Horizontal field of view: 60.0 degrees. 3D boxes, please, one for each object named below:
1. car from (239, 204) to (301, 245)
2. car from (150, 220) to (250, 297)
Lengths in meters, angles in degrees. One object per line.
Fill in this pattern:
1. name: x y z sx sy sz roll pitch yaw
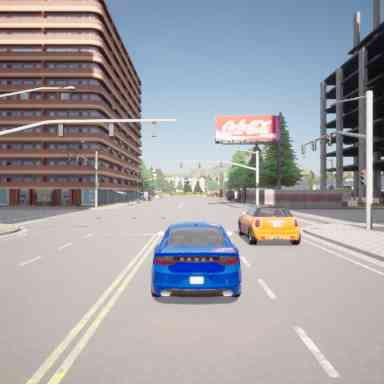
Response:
1. car: 3.472 1.352 15.708 2.097 1.767 4.553 0 0 0
2. car: 0.084 1.478 8.619 1.882 1.535 5.008 0 0 0
